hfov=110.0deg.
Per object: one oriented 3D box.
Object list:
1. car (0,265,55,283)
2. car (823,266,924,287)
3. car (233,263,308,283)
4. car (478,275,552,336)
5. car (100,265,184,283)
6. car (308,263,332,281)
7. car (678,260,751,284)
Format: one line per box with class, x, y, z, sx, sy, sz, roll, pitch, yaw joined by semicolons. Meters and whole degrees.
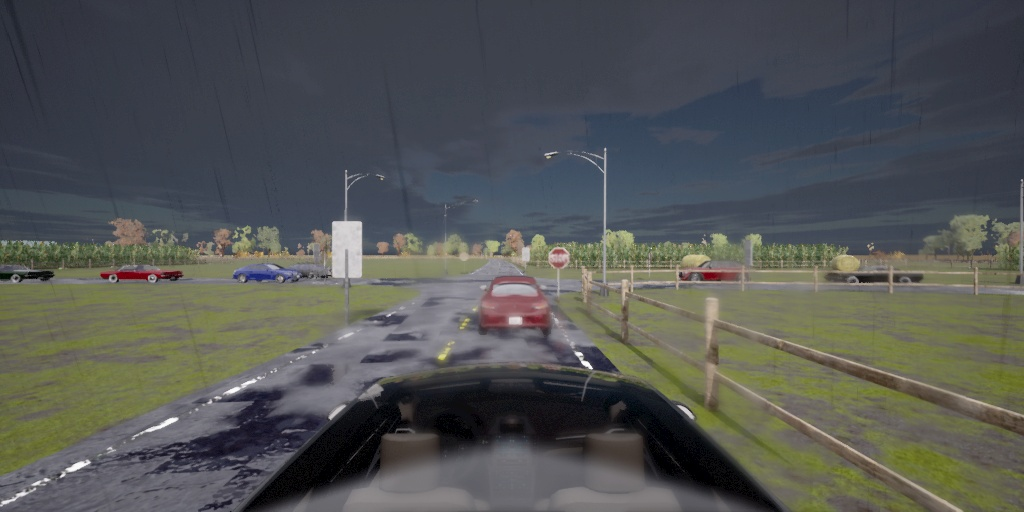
car;-37.952;1.335;27.134;4.718;1.301;1.895;0;0;-1
car;24.261;1.361;24.287;4.718;1.301;1.895;0;0;12
car;-18.277;1.266;26.843;4.674;1.442;1.812;0;0;3
car;0.059;1.275;10.311;1.812;1.442;4.674;0;0;-1
car;-27.875;1.338;27.159;4.718;1.301;1.895;0;0;1
car;-17.345;1.269;29.787;5.357;1.411;2.033;0;0;3
car;14.575;1.101;26.127;4.553;1.767;2.097;0;0;10
